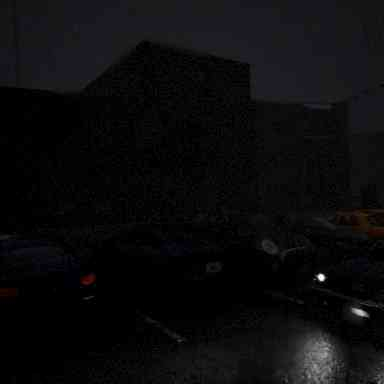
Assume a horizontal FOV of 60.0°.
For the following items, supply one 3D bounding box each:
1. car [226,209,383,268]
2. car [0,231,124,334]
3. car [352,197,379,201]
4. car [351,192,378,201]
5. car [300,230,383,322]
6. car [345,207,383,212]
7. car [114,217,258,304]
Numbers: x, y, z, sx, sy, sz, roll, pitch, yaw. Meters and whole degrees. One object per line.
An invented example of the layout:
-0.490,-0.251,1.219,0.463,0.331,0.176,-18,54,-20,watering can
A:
3.758,1.472,11.702,2.231,1.521,4.892,0,0,-36,car
-3.306,1.519,6.642,2.002,1.452,4.674,0,0,-36,car
11.057,1.331,16.873,2.185,1.767,4.553,0,0,-36,car
25.567,0.671,50.223,1.882,1.535,5.008,-4,0,-23,car
4.450,1.594,6.559,4.718,1.301,1.895,0,0,-36,car
6.146,1.464,13.629,1.946,1.575,5.366,0,0,-36,car
-0.934,1.506,8.377,2.163,1.488,4.792,0,0,-36,car
